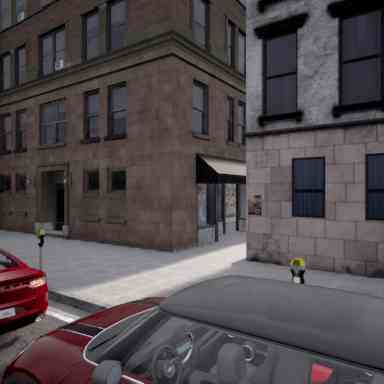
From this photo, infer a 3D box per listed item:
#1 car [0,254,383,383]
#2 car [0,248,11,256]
[{"bbox_3d":[0.265,1.440,2.616,4.097,1.590,1.967,0,0,35],"label":"car"},{"bbox_3d":[-4.384,1.545,5.884,4.507,1.381,1.887,0,0,35],"label":"car"}]
